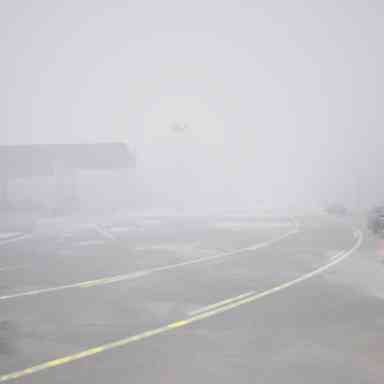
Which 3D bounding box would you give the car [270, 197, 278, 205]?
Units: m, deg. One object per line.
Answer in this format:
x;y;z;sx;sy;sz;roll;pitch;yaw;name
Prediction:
19.510;2.267;79.062;1.882;1.535;5.008;0;-1;14;car

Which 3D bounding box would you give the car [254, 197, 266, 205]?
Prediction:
15.846;2.285;78.807;1.882;1.535;5.008;0;-1;14;car

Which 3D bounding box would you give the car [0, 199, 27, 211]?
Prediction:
-29.462;2.242;53.871;3.806;1.475;1.970;0;-1;14;car

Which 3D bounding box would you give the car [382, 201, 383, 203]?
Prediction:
18.724;1.603;31.378;2.097;1.767;4.553;-1;-1;14;car

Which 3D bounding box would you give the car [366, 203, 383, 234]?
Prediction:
11.807;1.658;20.201;2.128;1.511;4.902;0;0;23;car

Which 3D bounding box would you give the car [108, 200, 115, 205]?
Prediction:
-18.461;2.548;82.550;4.892;1.490;1.837;0;-1;13;car

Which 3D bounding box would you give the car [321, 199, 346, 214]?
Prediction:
17.447;1.929;40.664;1.994;1.385;4.181;0;-1;14;car

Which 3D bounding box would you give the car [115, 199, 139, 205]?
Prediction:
-14.895;2.332;78.098;4.553;1.767;2.097;0;-1;13;car

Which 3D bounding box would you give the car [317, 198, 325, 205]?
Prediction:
29.124;2.155;74.164;1.882;1.535;5.008;0;-1;14;car

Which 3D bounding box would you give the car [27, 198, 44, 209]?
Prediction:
-28.866;2.143;59.637;4.611;1.667;2.242;0;-1;14;car

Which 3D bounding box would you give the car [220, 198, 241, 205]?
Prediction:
8.326;2.135;72.537;4.553;1.767;2.097;0;-1;13;car

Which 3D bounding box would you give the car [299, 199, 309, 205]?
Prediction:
26.775;2.302;79.307;1.994;1.385;4.181;0;-1;14;car

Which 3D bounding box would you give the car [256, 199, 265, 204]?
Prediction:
18.321;2.461;88.961;1.994;1.385;4.181;0;-1;14;car
